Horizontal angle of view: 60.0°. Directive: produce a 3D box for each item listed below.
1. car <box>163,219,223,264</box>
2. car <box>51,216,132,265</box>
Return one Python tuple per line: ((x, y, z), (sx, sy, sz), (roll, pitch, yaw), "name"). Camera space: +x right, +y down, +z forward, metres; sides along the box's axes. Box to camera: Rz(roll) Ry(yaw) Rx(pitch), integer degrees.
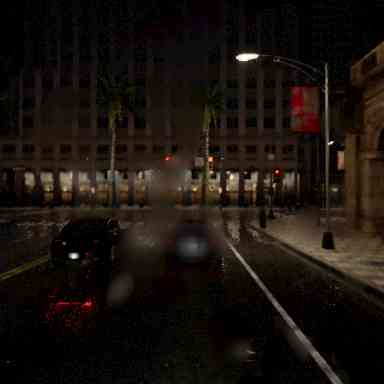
((0.046, 1.710, 12.394), (1.994, 1.385, 4.181), (0, -1, 1), "car")
((-3.457, 1.649, 12.225), (1.837, 1.490, 4.892), (0, 0, 1), "car")
